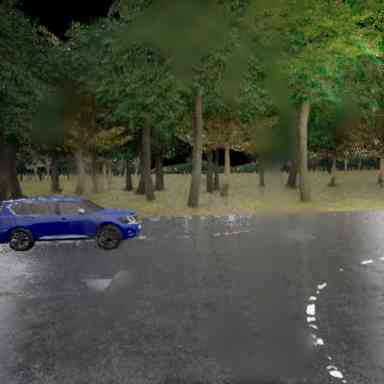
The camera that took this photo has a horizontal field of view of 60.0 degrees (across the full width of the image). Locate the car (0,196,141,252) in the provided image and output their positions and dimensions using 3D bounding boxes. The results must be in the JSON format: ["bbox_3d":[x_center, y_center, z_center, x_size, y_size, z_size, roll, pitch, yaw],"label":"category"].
[{"bbox_3d":[-4.931,1.193,13.468,5.566,2.045,2.150,-3,2,-1],"label":"car"}]
